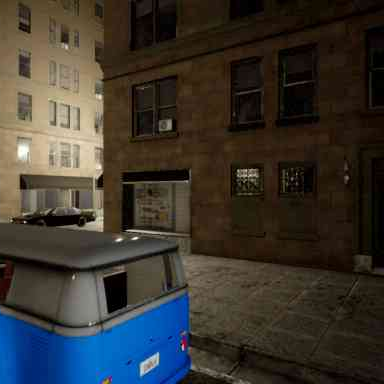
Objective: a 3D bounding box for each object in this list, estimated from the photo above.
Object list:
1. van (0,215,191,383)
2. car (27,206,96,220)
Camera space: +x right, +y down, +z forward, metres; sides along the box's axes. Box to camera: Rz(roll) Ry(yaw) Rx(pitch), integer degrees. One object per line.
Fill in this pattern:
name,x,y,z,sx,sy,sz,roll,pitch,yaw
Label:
van,-1.937,1.341,4.067,3.998,1.788,1.690,0,0,33
car,-8.757,1.626,21.480,2.033,1.411,5.357,0,0,33
